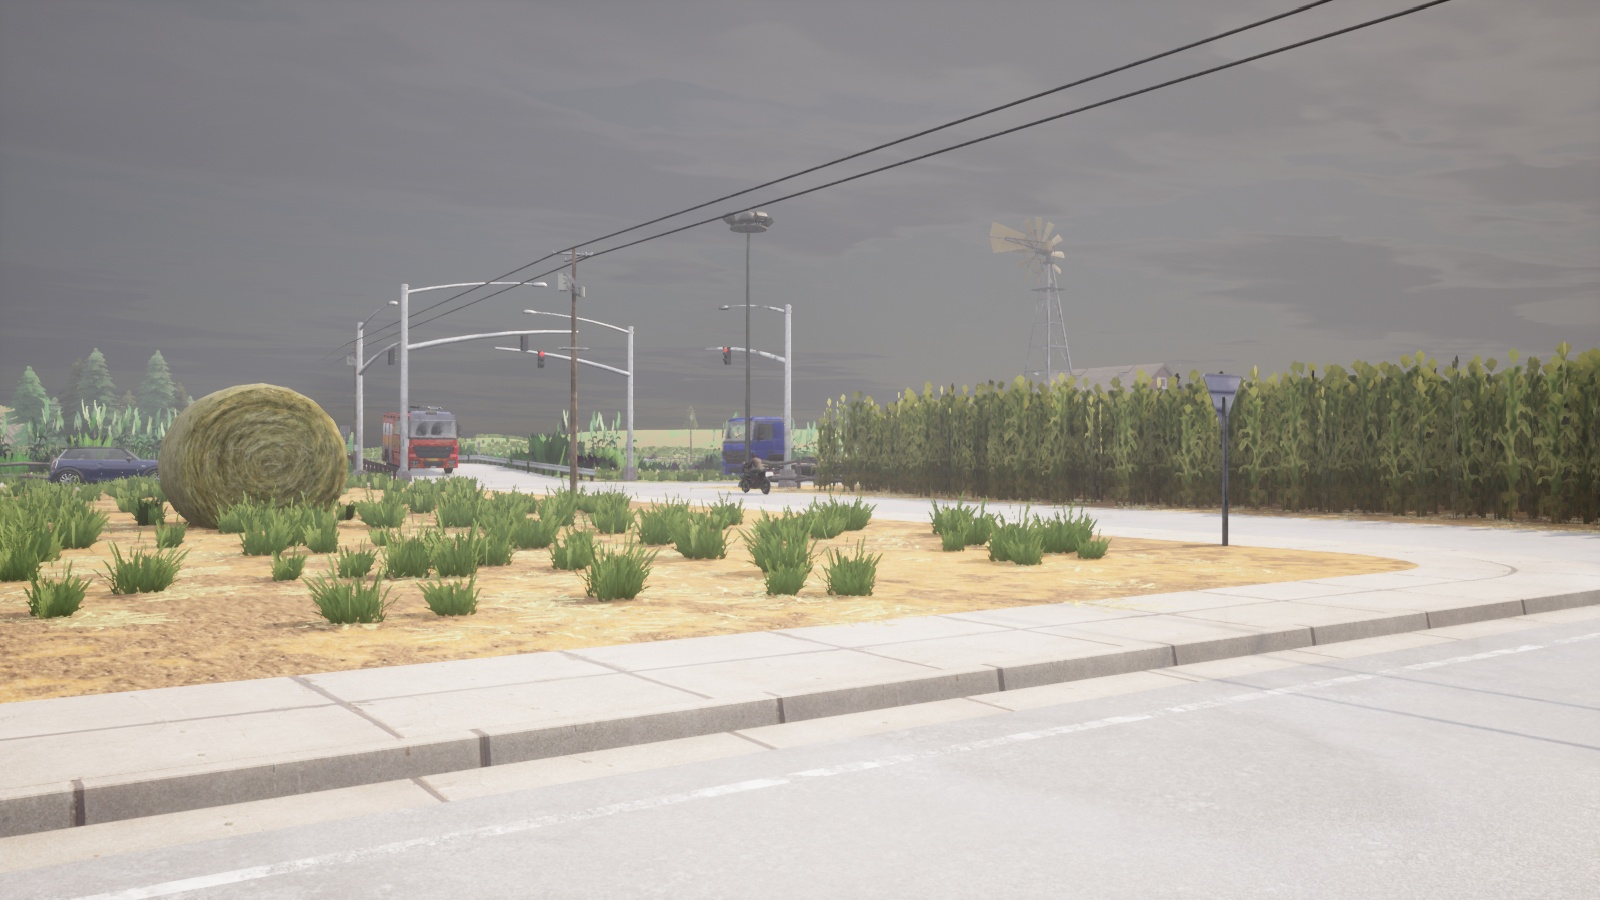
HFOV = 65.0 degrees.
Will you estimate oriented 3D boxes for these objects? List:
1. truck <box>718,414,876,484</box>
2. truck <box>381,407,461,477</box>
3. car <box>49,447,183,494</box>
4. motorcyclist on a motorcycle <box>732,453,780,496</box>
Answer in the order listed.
[{"bbox_3d":[-0.094,-0.050,65.641,7.936,3.462,2.891,0,0,-34],"label":"truck"},{"bbox_3d":[-22.412,-0.567,73.935,2.891,3.827,8.468,0,2,-28],"label":"truck"},{"bbox_3d":[-26.926,0.773,49.439,4.553,1.767,2.097,0,0,-31],"label":"car"},{"bbox_3d":[-1.623,0.870,45.995,0.797,1.523,2.044,0,0,-34],"label":"motorcyclist on a motorcycle"}]
